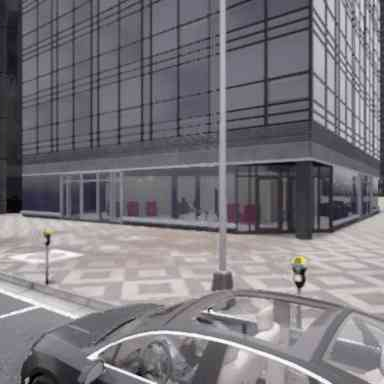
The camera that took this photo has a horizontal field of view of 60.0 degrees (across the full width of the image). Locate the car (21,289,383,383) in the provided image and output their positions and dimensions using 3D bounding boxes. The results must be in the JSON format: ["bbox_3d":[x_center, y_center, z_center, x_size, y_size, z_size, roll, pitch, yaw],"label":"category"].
[{"bbox_3d":[0.305,1.552,2.745,4.403,1.369,2.008,0,0,36],"label":"car"}]
